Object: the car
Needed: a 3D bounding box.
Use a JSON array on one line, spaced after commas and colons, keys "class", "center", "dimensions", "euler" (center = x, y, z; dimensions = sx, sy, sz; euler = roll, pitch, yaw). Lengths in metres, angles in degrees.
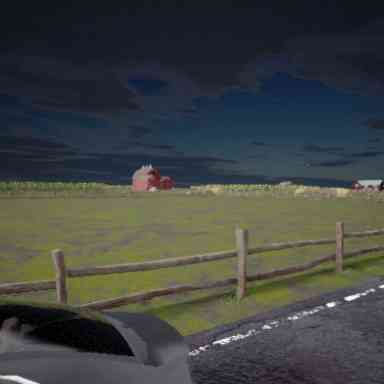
[{"class": "car", "center": [-2.157, 1.505, 1.508], "dimensions": [4.892, 1.490, 1.837], "euler": [-1, 0, -35]}]
